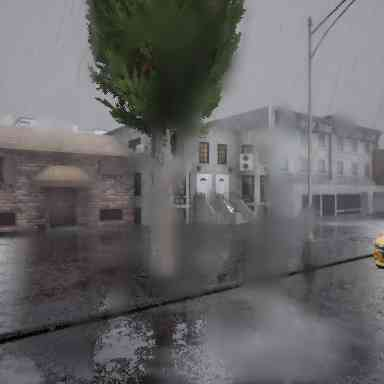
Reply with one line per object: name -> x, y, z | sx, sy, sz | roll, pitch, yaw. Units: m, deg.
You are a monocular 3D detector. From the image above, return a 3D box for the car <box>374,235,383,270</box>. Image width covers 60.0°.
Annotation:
car -> 7.356, 1.477, 9.947 | 5.008, 1.535, 1.882 | 0, 0, -36
